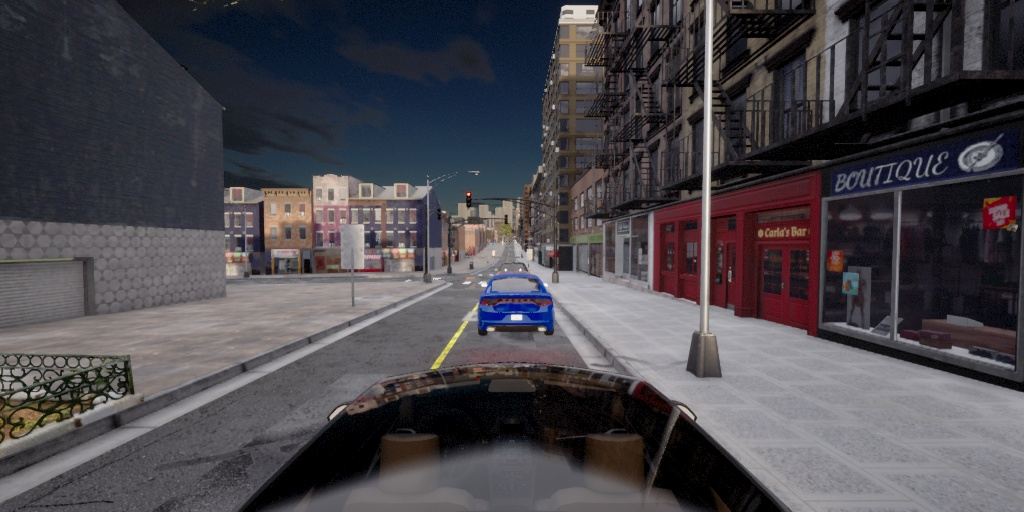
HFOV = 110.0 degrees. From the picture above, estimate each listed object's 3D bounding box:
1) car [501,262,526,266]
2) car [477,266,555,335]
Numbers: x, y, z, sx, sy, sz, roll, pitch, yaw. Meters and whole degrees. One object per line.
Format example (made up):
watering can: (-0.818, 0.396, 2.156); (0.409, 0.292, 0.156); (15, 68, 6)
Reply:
car: (0.054, 1.109, 20.495); (2.097, 1.767, 4.553); (0, 0, 0)
car: (0.087, 1.229, 10.502); (1.882, 1.535, 5.008); (0, 0, 0)
